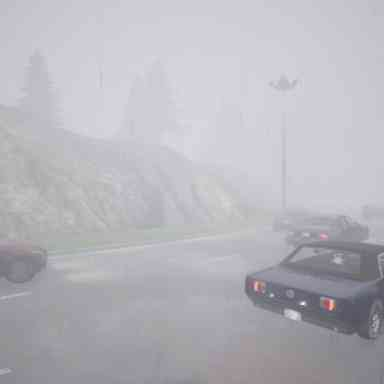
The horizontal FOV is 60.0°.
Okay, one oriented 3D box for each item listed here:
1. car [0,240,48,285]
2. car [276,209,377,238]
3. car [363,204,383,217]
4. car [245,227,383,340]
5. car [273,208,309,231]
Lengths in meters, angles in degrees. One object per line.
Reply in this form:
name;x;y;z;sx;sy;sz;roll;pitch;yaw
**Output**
car;-6.068;1.610;8.165;4.674;1.442;1.812;0;0;-35
car;5.890;1.634;14.109;2.033;1.411;5.357;-1;-1;42
car;16.803;1.773;30.687;1.895;1.301;4.718;0;0;25
car;3.247;1.642;6.682;4.718;1.301;1.895;0;-1;-41
car;6.656;1.697;20.647;1.994;1.385;4.181;0;0;38
